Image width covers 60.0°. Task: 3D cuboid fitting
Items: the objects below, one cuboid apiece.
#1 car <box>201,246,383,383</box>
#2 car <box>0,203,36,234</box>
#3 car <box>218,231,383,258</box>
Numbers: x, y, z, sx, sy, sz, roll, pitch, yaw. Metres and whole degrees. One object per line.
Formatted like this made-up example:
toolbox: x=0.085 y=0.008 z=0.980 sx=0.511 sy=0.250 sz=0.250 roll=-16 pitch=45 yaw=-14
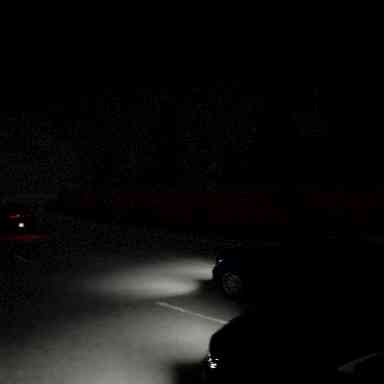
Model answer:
car: x=2.338 y=1.508 z=2.424 sx=4.892 sy=1.490 sz=1.837 roll=0 pitch=0 yaw=36
car: x=-10.272 y=1.399 z=18.660 sx=1.837 sy=1.490 sz=4.892 roll=0 pitch=1 yaw=-42
car: x=2.618 y=1.520 z=6.578 sx=4.674 sy=1.442 sz=1.812 roll=0 pitch=0 yaw=37
